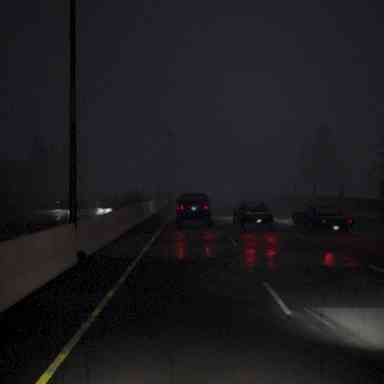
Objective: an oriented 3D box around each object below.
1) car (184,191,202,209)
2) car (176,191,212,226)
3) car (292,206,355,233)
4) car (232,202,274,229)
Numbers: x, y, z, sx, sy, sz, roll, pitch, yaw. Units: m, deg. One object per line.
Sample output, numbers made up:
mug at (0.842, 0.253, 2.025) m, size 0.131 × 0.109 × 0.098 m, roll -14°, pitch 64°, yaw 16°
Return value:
car at (0.110, 0.885, 41.472) m, size 2.150 × 2.045 × 5.566 m, roll 0°, pitch 1°, yaw 0°
car at (0.108, 1.043, 21.978) m, size 2.150 × 2.045 × 5.566 m, roll 0°, pitch 0°, yaw 0°
car at (7.107, 1.450, 18.620) m, size 1.895 × 1.301 × 4.718 m, roll 0°, pitch 0°, yaw 0°
car at (3.607, 1.327, 20.272) m, size 2.128 × 1.511 × 4.902 m, roll 0°, pitch 0°, yaw 0°
